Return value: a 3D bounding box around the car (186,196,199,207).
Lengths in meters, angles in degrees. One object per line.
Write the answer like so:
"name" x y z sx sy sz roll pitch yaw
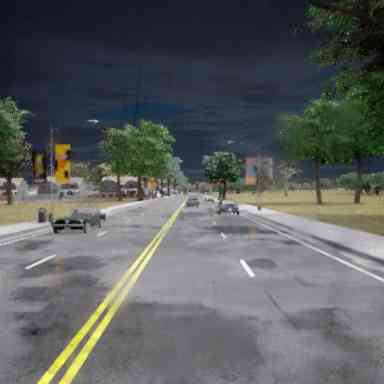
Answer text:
"car" 0.101 1.481 52.057 2.128 1.511 4.902 0 0 0

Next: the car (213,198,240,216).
"car" 3.251 1.329 30.587 1.812 1.442 4.674 0 0 0

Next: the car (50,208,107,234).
"car" -6.499 1.610 19.530 1.895 1.301 4.718 0 0 0

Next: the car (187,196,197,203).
"car" 0.002 1.516 71.663 2.033 1.411 5.357 0 0 0

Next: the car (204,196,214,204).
"car" 3.252 1.385 62.024 1.895 1.301 4.718 0 0 0
